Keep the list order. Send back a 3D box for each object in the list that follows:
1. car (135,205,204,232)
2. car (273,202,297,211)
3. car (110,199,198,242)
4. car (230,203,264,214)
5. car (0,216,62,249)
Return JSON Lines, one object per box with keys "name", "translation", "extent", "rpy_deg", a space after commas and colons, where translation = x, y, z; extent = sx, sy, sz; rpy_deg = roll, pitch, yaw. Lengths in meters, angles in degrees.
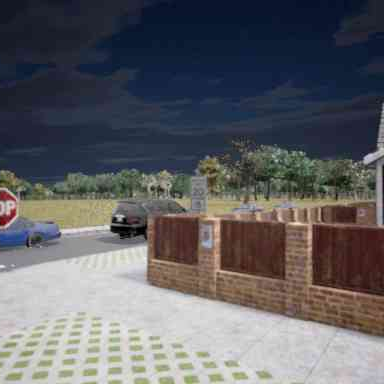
{"name": "car", "translation": [-1.374, 1.737, 22.837], "extent": [2.128, 1.511, 4.902], "rpy_deg": [0, -1, 35]}
{"name": "car", "translation": [11.555, 1.985, 41.179], "extent": [2.128, 1.511, 4.902], "rpy_deg": [0, -1, 35]}
{"name": "car", "translation": [-1.727, 1.397, 17.665], "extent": [2.150, 2.045, 5.566], "rpy_deg": [0, -1, 38]}
{"name": "car", "translation": [5.437, 1.870, 32.523], "extent": [2.128, 1.511, 4.902], "rpy_deg": [0, -1, 35]}
{"name": "car", "translation": [-8.034, 1.654, 13.350], "extent": [2.033, 1.411, 5.357], "rpy_deg": [-1, -1, 35]}
